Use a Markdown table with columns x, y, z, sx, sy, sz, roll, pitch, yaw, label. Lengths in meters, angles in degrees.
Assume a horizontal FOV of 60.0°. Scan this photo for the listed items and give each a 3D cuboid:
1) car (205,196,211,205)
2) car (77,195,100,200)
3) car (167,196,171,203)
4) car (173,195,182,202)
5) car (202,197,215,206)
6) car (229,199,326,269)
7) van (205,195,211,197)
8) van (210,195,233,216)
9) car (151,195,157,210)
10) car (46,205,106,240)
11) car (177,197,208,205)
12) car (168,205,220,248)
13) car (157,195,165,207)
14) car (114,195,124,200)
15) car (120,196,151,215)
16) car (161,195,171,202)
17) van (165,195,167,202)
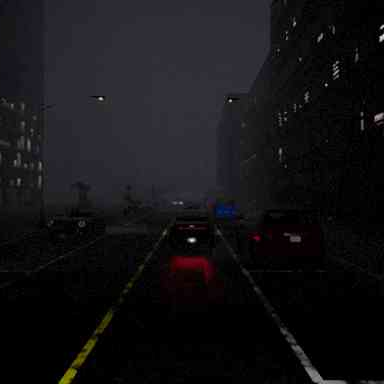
| x | y | z | sx | sy | sz | roll | pitch | yaw | label |
| --- | --- | --- | --- | --- | --- | --- | --- | --- | --- |
| 2.701 | 1.538 | 39.303 | 1.887 | 1.381 | 4.507 | 1 | 0 | 0 | car |
| -26.377 | 1.429 | 84.912 | 4.097 | 1.590 | 1.967 | 0 | 0 | 1 | car |
| -5.645 | 1.404 | 67.499 | 1.967 | 1.590 | 4.097 | 1 | 0 | 0 | car |
| -3.001 | 1.390 | 72.919 | 2.033 | 1.411 | 5.357 | 0 | 0 | 0 | car |
| 2.701 | 1.544 | 56.241 | 1.947 | 1.339 | 4.313 | 1 | 0 | 0 | car |
| 2.703 | 1.315 | 11.070 | 2.192 | 1.841 | 5.009 | 1 | 0 | 0 | car |
| 2.704 | 1.325 | 50.594 | 1.690 | 1.788 | 3.998 | 1 | 0 | 0 | van |
| 2.703 | 1.339 | 28.009 | 1.690 | 1.788 | 3.998 | 1 | 0 | 0 | van |
| -5.645 | 1.433 | 39.270 | 1.967 | 1.590 | 4.097 | 1 | 0 | 0 | car |
| -5.682 | 1.440 | 16.686 | 1.967 | 1.590 | 4.097 | 1 | 0 | 0 | car |
| 0.000 | 1.494 | 29.650 | 2.128 | 1.511 | 4.902 | 0 | 0 | 0 | car |
| 0.000 | 1.517 | 14.649 | 1.837 | 1.490 | 4.892 | 0 | 0 | 0 | car |
| -5.647 | 1.528 | 50.561 | 1.887 | 1.381 | 4.507 | 1 | 0 | 0 | car |
| -19.718 | 1.622 | 93.459 | 4.403 | 1.369 | 2.008 | 0 | 0 | 1 | car |
| -5.652 | 1.436 | 33.624 | 1.967 | 1.590 | 4.097 | 1 | 0 | 0 | car |
| -5.647 | 1.501 | 73.145 | 1.887 | 1.381 | 4.507 | 1 | 0 | 0 | car |
| -5.644 | 1.319 | 56.207 | 1.690 | 1.788 | 3.998 | 1 | 0 | 0 | van |
